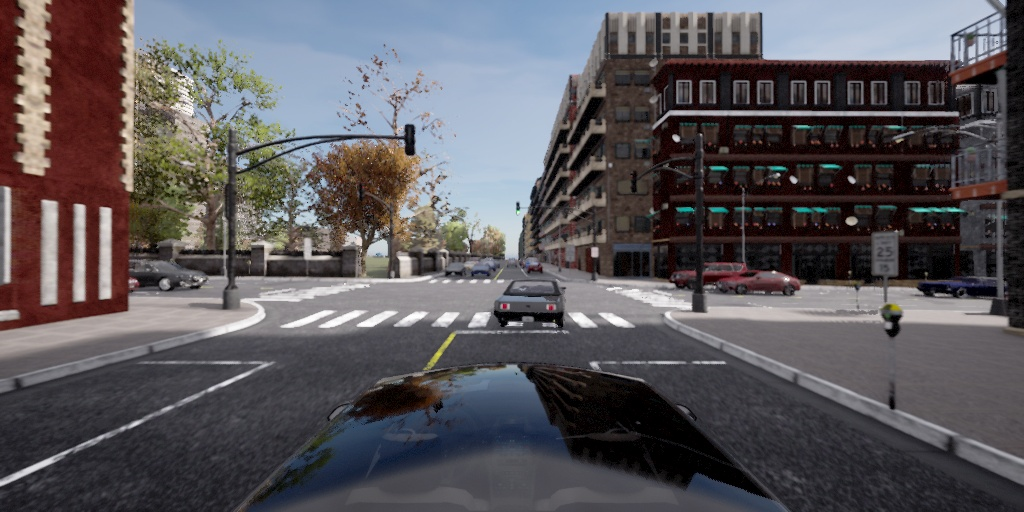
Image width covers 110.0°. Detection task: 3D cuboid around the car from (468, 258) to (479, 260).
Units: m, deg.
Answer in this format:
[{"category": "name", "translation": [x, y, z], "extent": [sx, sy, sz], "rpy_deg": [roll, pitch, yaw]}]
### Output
[{"category": "car", "translation": [-5.683, 1.344, 47.807], "extent": [1.751, 1.417, 4.829], "rpy_deg": [0, 0, 0]}]

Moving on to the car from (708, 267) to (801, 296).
[{"category": "car", "translation": [14.895, 1.600, 21.791], "extent": [4.674, 1.442, 1.812], "rpy_deg": [1, 0, -2]}]

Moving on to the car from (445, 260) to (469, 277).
[{"category": "car", "translation": [-5.685, 1.363, 36.716], "extent": [1.948, 1.339, 4.313], "rpy_deg": [0, 0, 0]}]

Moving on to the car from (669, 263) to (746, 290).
[{"category": "car", "translation": [13.453, 1.375, 24.372], "extent": [5.009, 1.841, 2.192], "rpy_deg": [0, 0, -1]}]

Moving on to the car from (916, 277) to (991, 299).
[{"category": "car", "translation": [27.902, 1.912, 21.916], "extent": [4.718, 1.301, 1.895], "rpy_deg": [1, 0, -1]}]

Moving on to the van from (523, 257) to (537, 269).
[{"category": "van", "translation": [2.698, 1.159, 47.975], "extent": [1.690, 1.789, 3.998], "rpy_deg": [0, 0, 0]}]

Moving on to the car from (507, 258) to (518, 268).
[{"category": "car", "translation": [0.009, 1.406, 65.016], "extent": [2.033, 1.411, 5.357], "rpy_deg": [0, 0, 0]}]

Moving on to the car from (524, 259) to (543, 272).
[{"category": "car", "translation": [2.697, 1.353, 42.345], "extent": [1.888, 1.381, 4.507], "rpy_deg": [0, 0, 0]}]

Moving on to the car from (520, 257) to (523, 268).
[{"category": "car", "translation": [2.699, 1.284, 59.235], "extent": [1.967, 1.591, 4.097], "rpy_deg": [0, 0, 0]}]

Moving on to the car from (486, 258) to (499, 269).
[{"category": "car", "translation": [-3.075, 1.343, 47.207], "extent": [1.812, 1.442, 4.674], "rpy_deg": [0, 0, 0]}]

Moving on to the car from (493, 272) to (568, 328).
[{"category": "car", "translation": [0.792, 1.361, 11.535], "extent": [1.895, 1.301, 4.718], "rpy_deg": [0, 0, 10]}]

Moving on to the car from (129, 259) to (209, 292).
[{"category": "car", "translation": [-18.307, 0.966, 18.286], "extent": [4.892, 1.490, 1.837], "rpy_deg": [1, 0, -1]}]

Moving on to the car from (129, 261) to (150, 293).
[{"category": "car", "translation": [-18.960, 1.020, 15.687], "extent": [4.207, 1.307, 1.802], "rpy_deg": [0, 0, -1]}]

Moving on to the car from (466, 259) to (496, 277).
[{"category": "car", "translation": [-3.089, 1.345, 36.830], "extent": [2.033, 1.411, 5.357], "rpy_deg": [0, 0, 0]}]

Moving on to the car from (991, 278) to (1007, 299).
[{"category": "car", "translation": [24.958, 1.812, 16.131], "extent": [4.207, 1.307, 1.802], "rpy_deg": [0, 0, -1]}]
